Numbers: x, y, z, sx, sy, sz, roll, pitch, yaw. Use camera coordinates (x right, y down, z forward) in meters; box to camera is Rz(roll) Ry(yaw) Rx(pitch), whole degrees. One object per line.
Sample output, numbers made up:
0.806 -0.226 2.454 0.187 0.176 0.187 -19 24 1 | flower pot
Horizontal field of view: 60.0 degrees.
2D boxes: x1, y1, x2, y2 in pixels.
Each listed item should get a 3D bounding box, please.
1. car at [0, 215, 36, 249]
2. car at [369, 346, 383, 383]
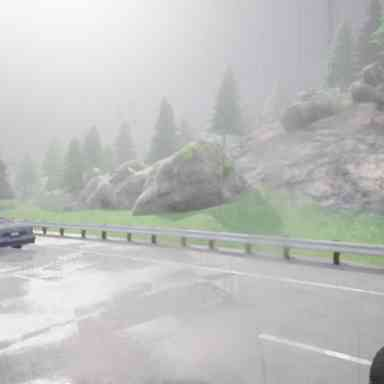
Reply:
-8.738 1.628 13.687 5.357 1.411 2.033 0 0 31 | car
3.536 1.463 1.388 5.008 1.535 1.882 -1 0 36 | car
